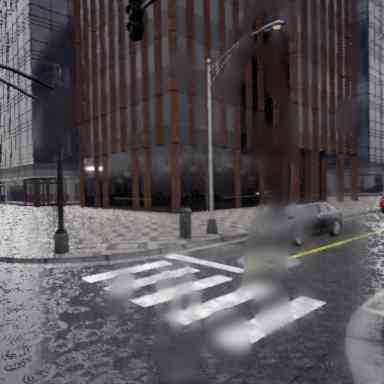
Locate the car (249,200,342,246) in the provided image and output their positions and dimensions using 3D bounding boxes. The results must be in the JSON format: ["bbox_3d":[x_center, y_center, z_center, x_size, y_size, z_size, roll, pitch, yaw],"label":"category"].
[{"bbox_3d":[4.293,1.130,13.367,4.892,1.490,1.837,-2,2,-42],"label":"car"}]

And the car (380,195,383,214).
[{"bbox_3d":[15.022,0.433,23.058,5.566,2.045,2.150,-2,1,-42],"label":"car"}]
